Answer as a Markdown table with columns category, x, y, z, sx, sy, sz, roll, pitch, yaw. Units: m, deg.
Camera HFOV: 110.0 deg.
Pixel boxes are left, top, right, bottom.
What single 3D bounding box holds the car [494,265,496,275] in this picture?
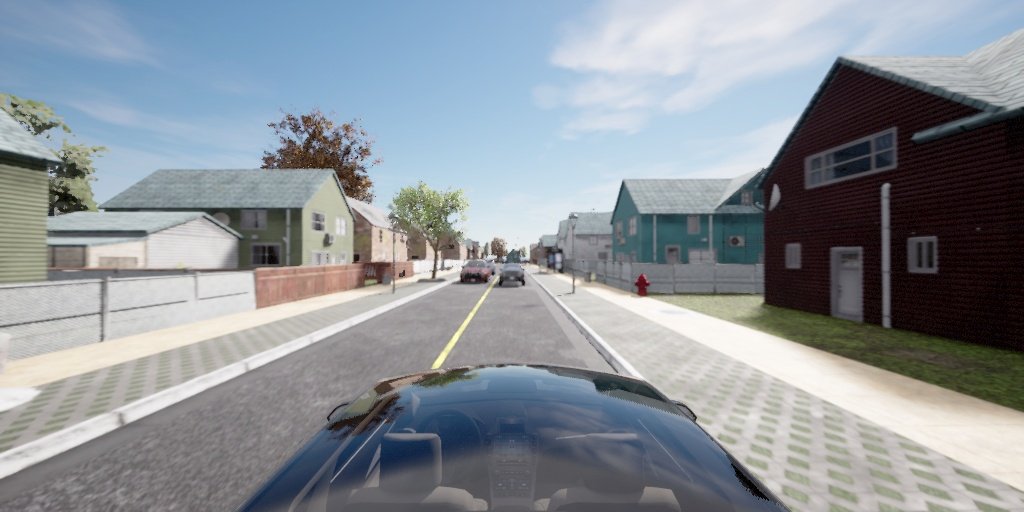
| category | x | y | z | sx | sy | sz | roll | pitch | yaw |
| --- | --- | --- | --- | --- | --- | --- | --- | --- | --- |
| car | -2.749 | 1.368 | 40.121 | 2.033 | 1.411 | 5.357 | 0 | 0 | 0 |

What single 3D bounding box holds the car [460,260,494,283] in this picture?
| category | x | y | z | sx | sy | sz | roll | pitch | yaw |
| --- | --- | --- | --- | --- | --- | --- | --- | --- | --- |
| car | -2.756 | 1.133 | 27.822 | 2.097 | 1.767 | 4.553 | 0 | 0 | 0 |

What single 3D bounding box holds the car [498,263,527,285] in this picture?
| category | x | y | z | sx | sy | sz | roll | pitch | yaw |
| --- | --- | --- | --- | --- | --- | --- | --- | --- | --- |
| car | 0.020 | 1.302 | 26.051 | 1.812 | 1.442 | 4.674 | 0 | 0 | 1 |
